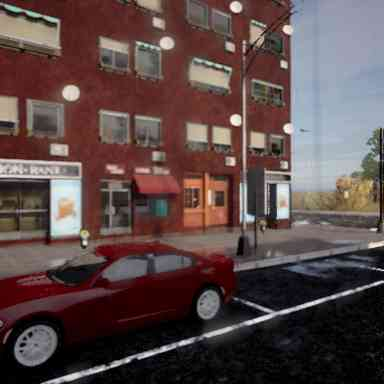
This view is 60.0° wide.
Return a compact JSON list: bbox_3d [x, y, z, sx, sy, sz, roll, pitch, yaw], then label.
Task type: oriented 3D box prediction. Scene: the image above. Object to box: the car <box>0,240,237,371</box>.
[{"bbox_3d":[-1.244,1.566,5.684,4.507,1.381,1.887,1,-1,-35],"label":"car"}]
